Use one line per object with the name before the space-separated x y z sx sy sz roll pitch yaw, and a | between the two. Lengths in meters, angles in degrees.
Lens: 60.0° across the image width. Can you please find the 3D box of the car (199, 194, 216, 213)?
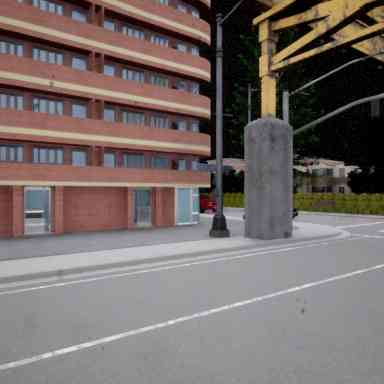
car | 0.768 1.221 36.959 2.150 2.045 5.566 0 0 -36

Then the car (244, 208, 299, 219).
car | 6.762 1.601 28.508 1.895 1.301 4.718 0 0 -35
